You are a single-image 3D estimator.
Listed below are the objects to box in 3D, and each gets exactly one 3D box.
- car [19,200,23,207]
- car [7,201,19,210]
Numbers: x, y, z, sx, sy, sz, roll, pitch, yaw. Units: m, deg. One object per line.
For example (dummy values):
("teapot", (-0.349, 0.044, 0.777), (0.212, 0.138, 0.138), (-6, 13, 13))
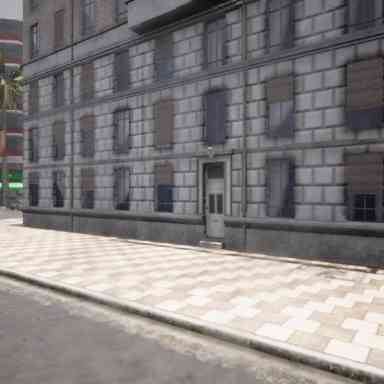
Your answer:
("car", (-17.746, 1.526, 40.112), (1.812, 1.442, 4.674), (0, 0, 36))
("car", (-20.842, 1.564, 41.796), (1.994, 1.385, 4.181), (0, 0, 36))
